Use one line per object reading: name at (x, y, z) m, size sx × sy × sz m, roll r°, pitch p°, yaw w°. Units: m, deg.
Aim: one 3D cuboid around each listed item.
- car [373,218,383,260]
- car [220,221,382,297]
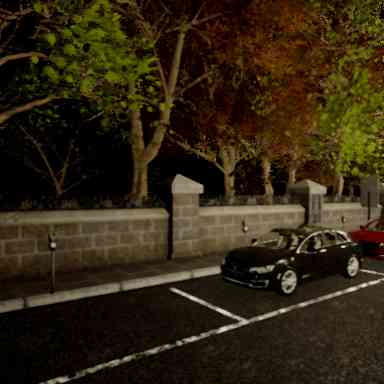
car at (7.186, 1.584, 11.838) m, size 4.507 × 1.381 × 1.887 m, roll 0°, pitch 0°, yaw -35°
car at (2.705, 1.572, 8.580) m, size 4.403 × 1.369 × 2.008 m, roll 0°, pitch 0°, yaw -35°
